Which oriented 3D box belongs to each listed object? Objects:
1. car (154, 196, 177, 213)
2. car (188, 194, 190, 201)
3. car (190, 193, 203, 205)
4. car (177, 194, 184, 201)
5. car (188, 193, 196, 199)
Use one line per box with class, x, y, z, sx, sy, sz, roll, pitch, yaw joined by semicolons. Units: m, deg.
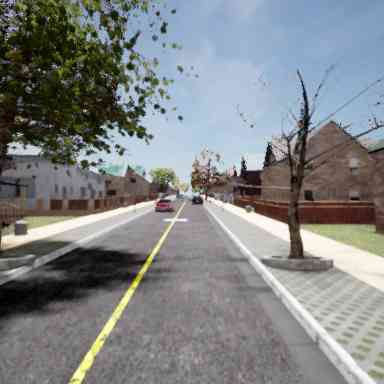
car;-2.856;1.440;35.505;1.812;1.442;4.674;0;0;0
car;-0.018;1.192;75.676;1.812;1.442;4.674;0;0;0
car;0.949;1.326;56.906;1.882;1.535;5.008;0;0;0
car;-2.769;1.234;76.888;1.812;1.442;4.674;0;0;0
car;-0.021;1.079;89.778;1.882;1.535;5.008;0;0;0
